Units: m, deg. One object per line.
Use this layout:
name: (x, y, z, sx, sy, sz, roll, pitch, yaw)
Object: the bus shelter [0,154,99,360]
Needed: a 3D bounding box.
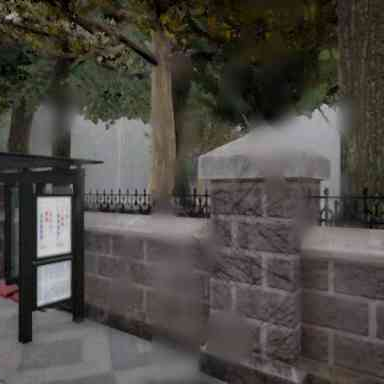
bus shelter: (-3.745, 0.861, 6.096, 3.880, 2.740, 1.920, 0, 0, 36)
